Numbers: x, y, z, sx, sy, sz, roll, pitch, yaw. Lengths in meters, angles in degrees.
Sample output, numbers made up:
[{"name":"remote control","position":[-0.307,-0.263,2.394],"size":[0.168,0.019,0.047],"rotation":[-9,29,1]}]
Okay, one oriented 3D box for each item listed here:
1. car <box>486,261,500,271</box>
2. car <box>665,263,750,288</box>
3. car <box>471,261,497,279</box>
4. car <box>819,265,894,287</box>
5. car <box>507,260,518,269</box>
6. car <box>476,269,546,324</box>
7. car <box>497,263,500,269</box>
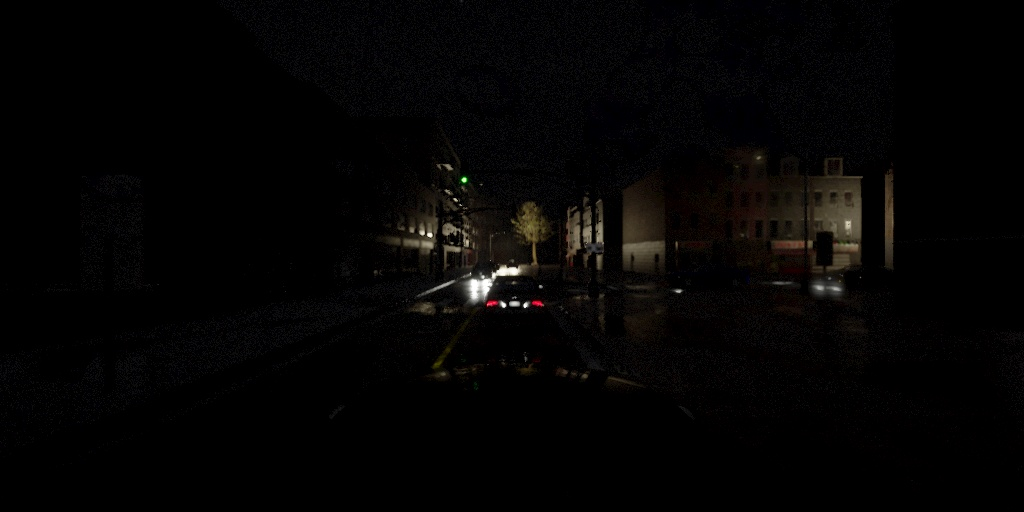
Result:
[{"name":"car","position":[-2.860,1.520,54.999],"size":[1.994,1.385,4.181],"rotation":[0,0,-1]},{"name":"car","position":[12.569,1.221,23.248],"size":[5.008,1.535,1.882],"rotation":[0,0,0]},{"name":"car","position":[-2.853,1.361,35.168],"size":[2.128,1.511,4.902],"rotation":[0,0,0]},{"name":"car","position":[22.590,1.254,23.279],"size":[4.181,1.385,1.994],"rotation":[0,0,0]},{"name":"car","position":[0.076,1.559,63.388],"size":[1.994,1.385,4.181],"rotation":[0,0,0]},{"name":"car","position":[0.080,1.332,12.058],"size":[2.033,1.411,5.357],"rotation":[0,0,0]},{"name":"car","position":[-2.860,1.475,45.001],"size":[1.994,1.385,4.181],"rotation":[0,0,0]}]
